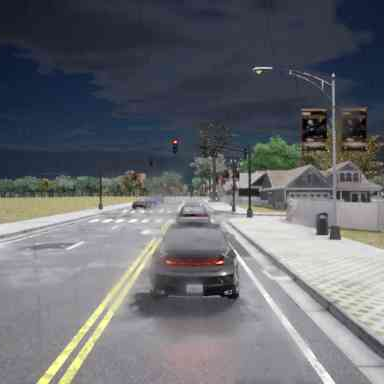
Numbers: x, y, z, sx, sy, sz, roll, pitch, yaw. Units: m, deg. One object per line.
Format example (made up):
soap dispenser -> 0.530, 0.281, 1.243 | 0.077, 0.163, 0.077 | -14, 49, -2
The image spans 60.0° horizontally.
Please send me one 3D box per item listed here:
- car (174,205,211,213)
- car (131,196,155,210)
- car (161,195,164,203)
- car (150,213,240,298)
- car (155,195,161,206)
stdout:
car -> 0.045, 1.498, 18.746 | 2.128, 1.511, 4.902 | 0, 0, -2
car -> -6.669, 1.550, 44.242 | 2.033, 1.411, 5.357 | 0, 0, 2
car -> -6.639, 1.347, 65.656 | 2.097, 1.767, 4.553 | 0, 0, 0
car -> 0.070, 1.508, 8.476 | 1.837, 1.490, 4.892 | 0, 0, 1
car -> -6.673, 1.474, 55.297 | 1.882, 1.535, 5.008 | 0, 0, 0
